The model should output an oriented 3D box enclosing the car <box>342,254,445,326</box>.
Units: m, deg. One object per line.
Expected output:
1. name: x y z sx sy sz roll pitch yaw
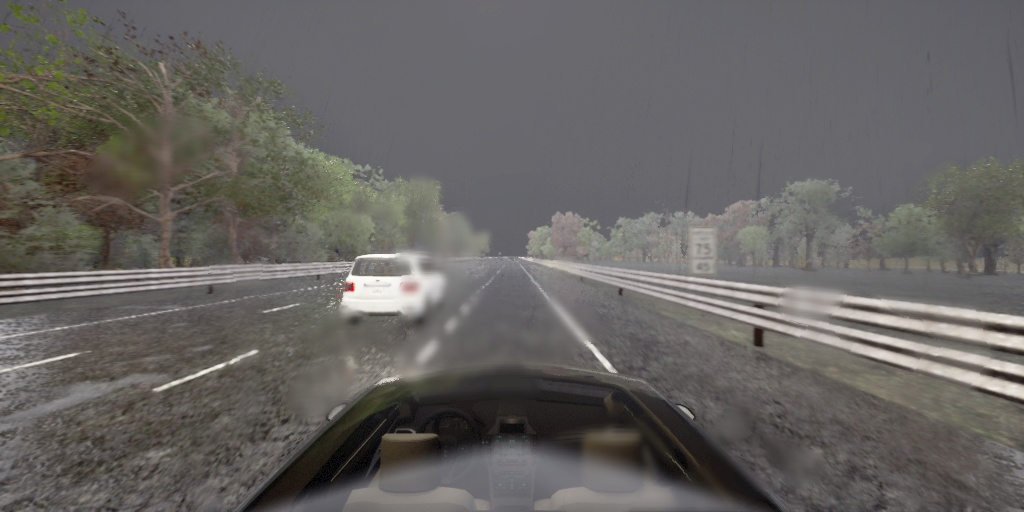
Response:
1. car: -3.573 0.975 11.802 2.150 2.045 5.566 1 0 -3
